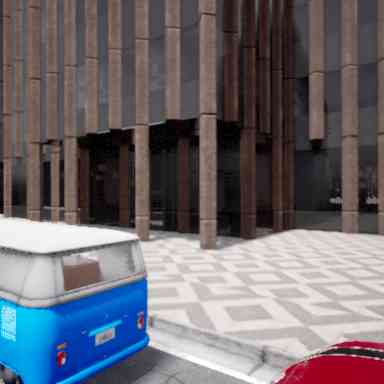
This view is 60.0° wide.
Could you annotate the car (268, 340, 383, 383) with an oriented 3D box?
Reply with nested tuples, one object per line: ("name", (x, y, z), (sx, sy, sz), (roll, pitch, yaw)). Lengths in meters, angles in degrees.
("car", (2.133, 1.440, 1.446), (4.097, 1.590, 1.967), (0, 0, 35))

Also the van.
("van", (-2.455, 1.340, 4.719), (3.998, 1.788, 1.690), (0, 0, 35))
